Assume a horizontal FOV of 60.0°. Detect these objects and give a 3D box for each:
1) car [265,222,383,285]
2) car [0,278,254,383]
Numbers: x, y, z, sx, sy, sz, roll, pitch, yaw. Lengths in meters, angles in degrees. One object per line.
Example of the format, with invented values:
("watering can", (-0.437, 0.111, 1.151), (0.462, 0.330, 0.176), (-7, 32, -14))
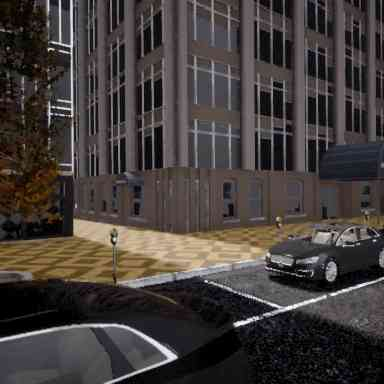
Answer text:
("car", (3.936, 1.549, 9.372), (4.403, 1.369, 2.008), (0, -1, -35))
("car", (-1.747, 1.505, 2.136), (4.892, 1.490, 1.837), (0, 0, -35))
